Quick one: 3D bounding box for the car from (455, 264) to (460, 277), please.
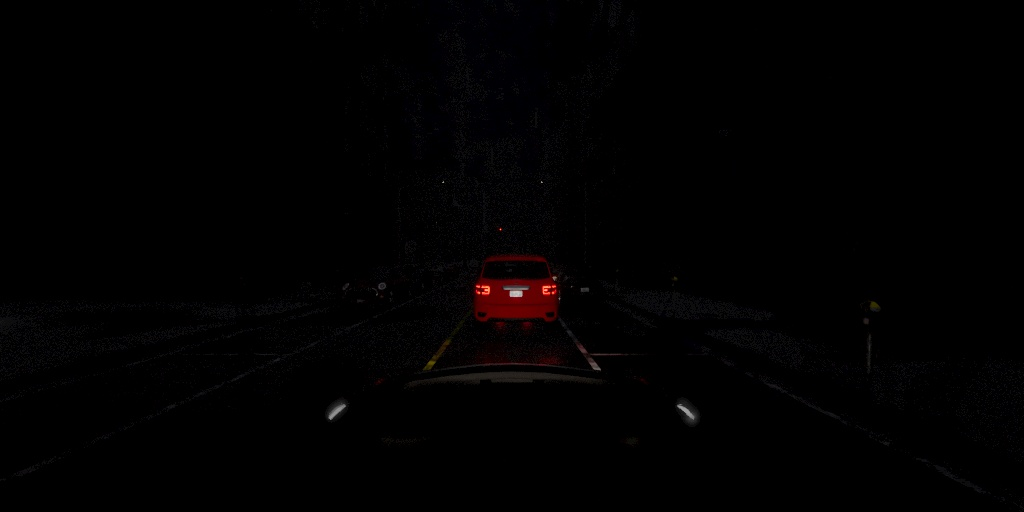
[{"bbox_3d":[-5.750,1.294,32.139,1.888,1.381,4.507,0,0,0],"label":"car"}]

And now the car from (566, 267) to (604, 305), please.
[{"bbox_3d":[2.768,1.314,15.619,1.948,1.339,4.313,0,0,0],"label":"car"}]

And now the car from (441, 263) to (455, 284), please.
[{"bbox_3d":[-5.753,1.299,26.634,2.007,1.370,4.403,0,0,0],"label":"car"}]

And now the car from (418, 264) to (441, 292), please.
[{"bbox_3d":[-5.755,1.314,21.129,1.948,1.339,4.313,0,0,0],"label":"car"}]

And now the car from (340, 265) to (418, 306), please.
[{"bbox_3d":[-5.758,1.188,15.623,1.967,1.591,4.097,0,0,0],"label":"car"}]

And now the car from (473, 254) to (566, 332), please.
[{"bbox_3d":[0.106,0.970,10.981,2.150,2.045,5.566,0,0,0],"label":"car"}]
